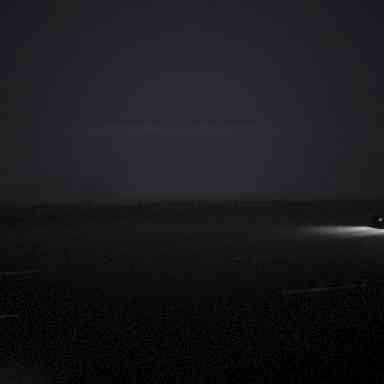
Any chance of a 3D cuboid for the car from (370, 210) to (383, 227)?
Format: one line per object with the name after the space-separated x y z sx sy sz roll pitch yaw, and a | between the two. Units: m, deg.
12.211 1.294 18.578 4.181 1.385 1.994 -1 0 -13 | car
